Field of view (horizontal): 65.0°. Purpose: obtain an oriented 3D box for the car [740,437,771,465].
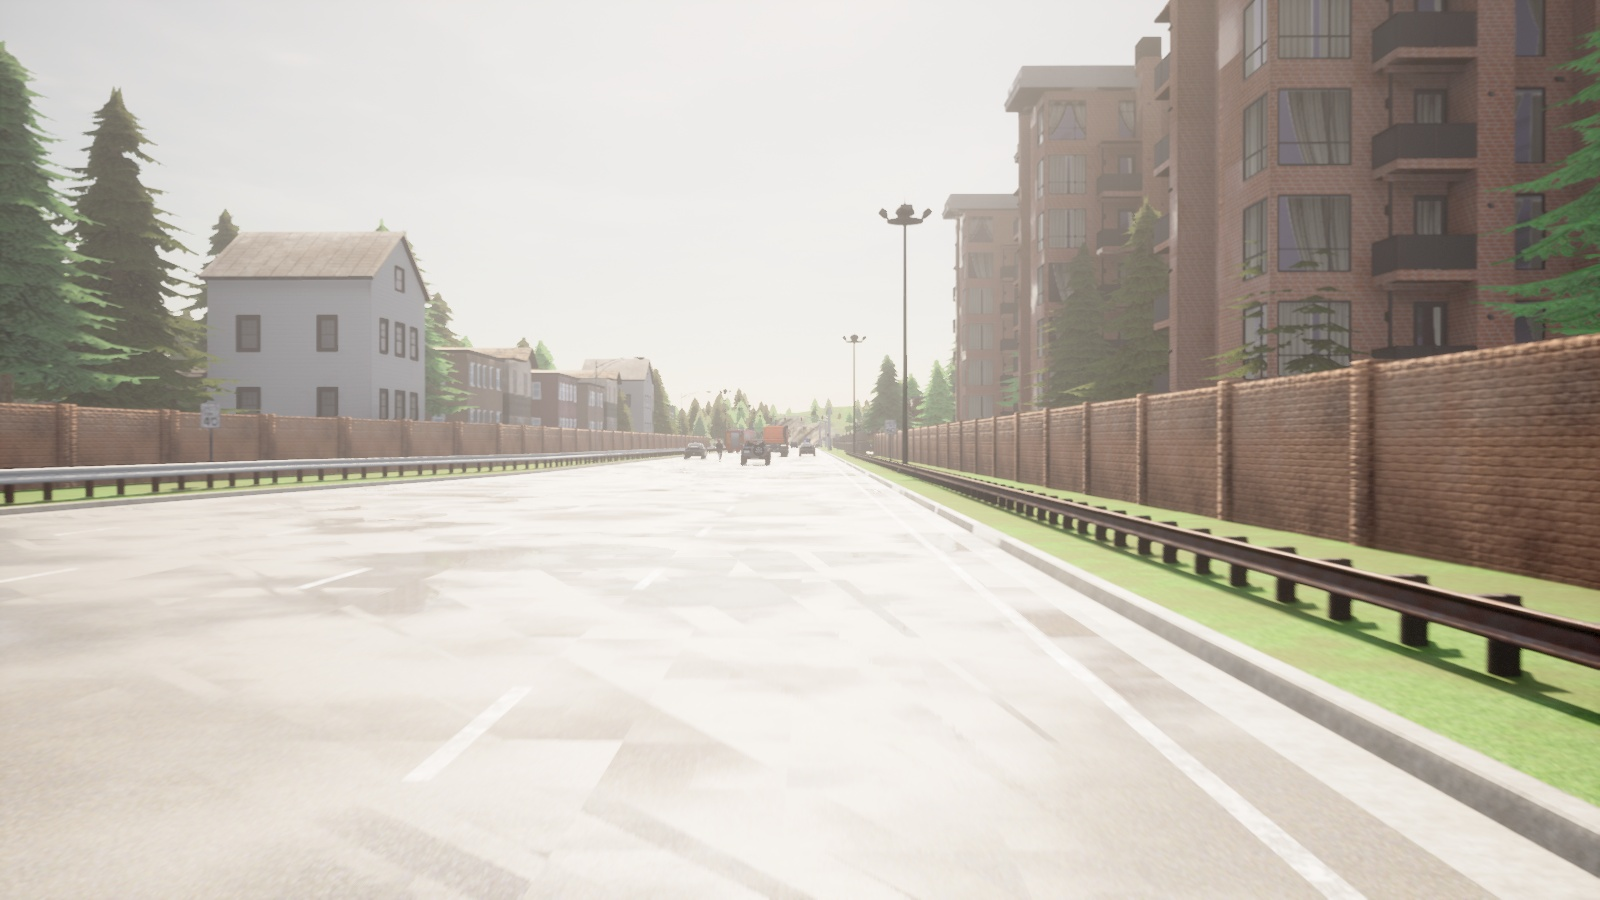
[{"bbox_3d":[-2.998,0.080,85.695,1.932,1.855,4.605,0,0,0],"label":"car"}]
